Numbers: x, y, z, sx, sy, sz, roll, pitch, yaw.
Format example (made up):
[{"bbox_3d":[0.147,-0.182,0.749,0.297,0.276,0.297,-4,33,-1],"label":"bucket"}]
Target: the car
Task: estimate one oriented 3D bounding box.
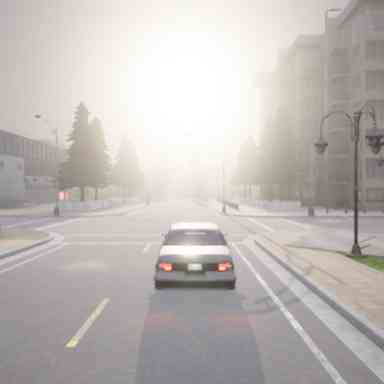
[{"bbox_3d":[0.066,1.516,9.059,2.033,1.411,5.357,0,0,0],"label":"car"}]
